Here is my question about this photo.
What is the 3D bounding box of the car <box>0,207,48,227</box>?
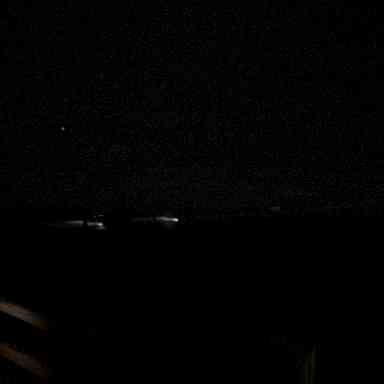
[{"bbox_3d":[-13.713,1.890,25.070,2.033,1.411,5.357,3,0,36],"label":"car"}]

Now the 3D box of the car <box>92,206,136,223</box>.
[{"bbox_3d":[-7.740,2.166,33.353,1.837,1.490,4.892,3,0,36],"label":"car"}]

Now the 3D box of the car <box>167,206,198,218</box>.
[{"bbox_3d":[-1.170,2.508,42.423,1.837,1.490,4.892,3,0,38],"label":"car"}]

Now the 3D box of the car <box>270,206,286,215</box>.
[{"bbox_3d":[15.575,3.329,60.654,1.812,1.442,4.674,3,1,37],"label":"car"}]
